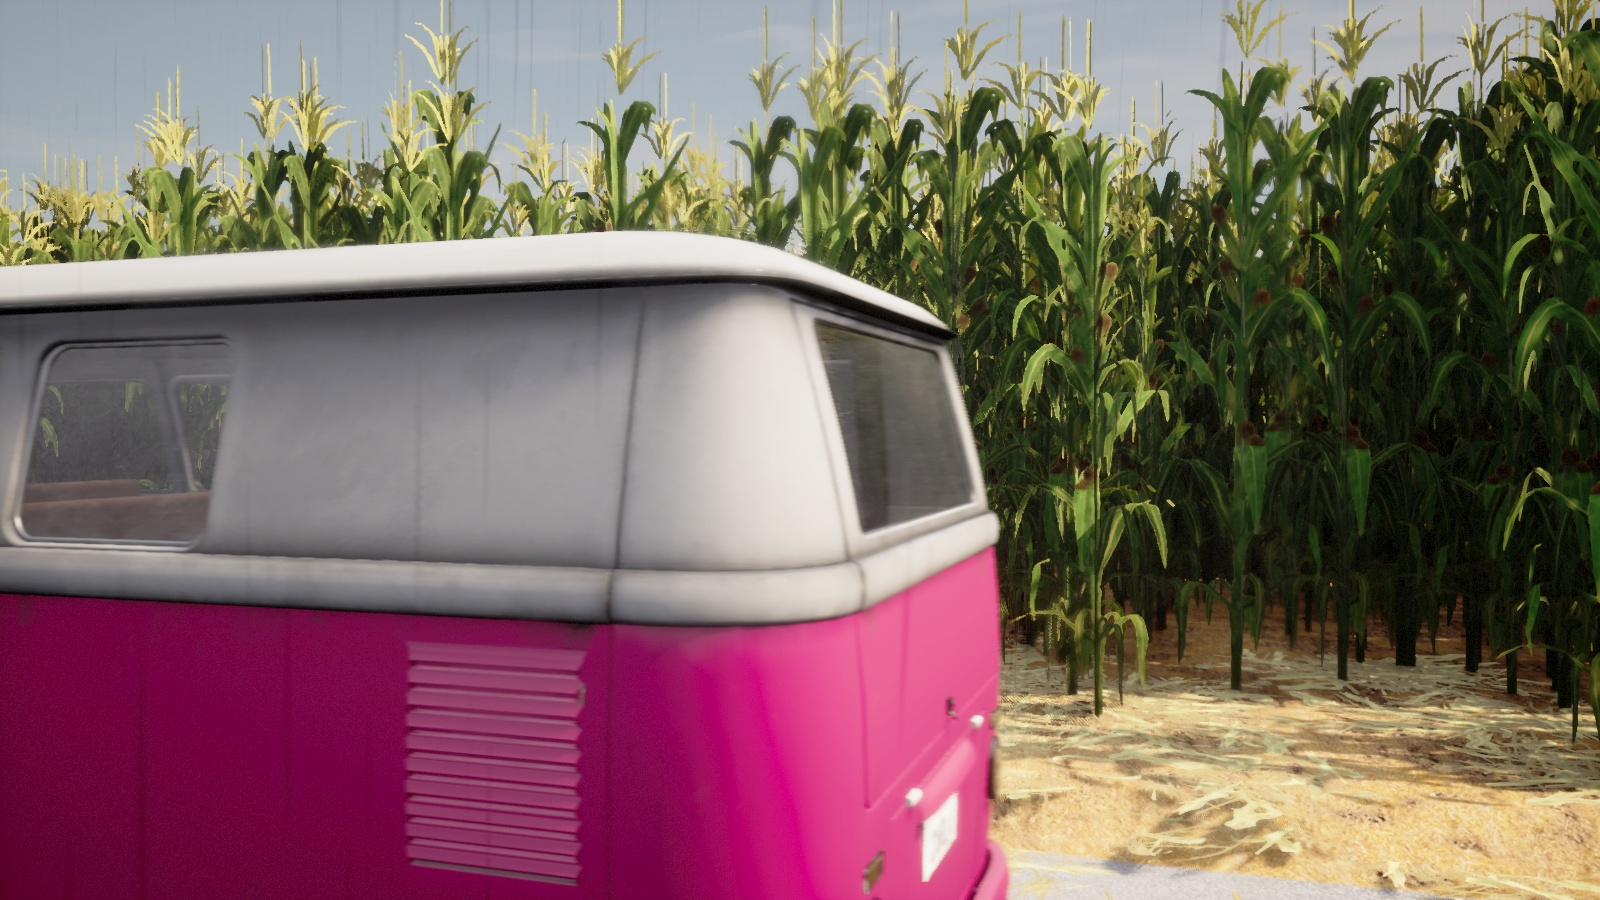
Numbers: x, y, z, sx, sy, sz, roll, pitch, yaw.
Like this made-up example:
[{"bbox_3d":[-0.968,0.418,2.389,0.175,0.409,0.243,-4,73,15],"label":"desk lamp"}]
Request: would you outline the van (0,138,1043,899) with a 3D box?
[{"bbox_3d":[-1.721,0.519,3.347,4.442,1.987,1.775,1,1,19],"label":"van"}]
